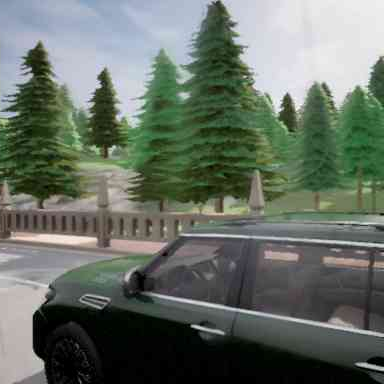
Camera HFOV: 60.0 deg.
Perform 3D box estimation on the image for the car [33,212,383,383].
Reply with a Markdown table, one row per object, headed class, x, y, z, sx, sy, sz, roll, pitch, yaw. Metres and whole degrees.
| class | x | y | z | sx | sy | sz | roll | pitch | yaw |
| --- | --- | --- | --- | --- | --- | --- | --- | --- | --- |
| car | 0.790 | 1.227 | 3.268 | 5.566 | 2.045 | 2.150 | 0 | 0 | 34 |
